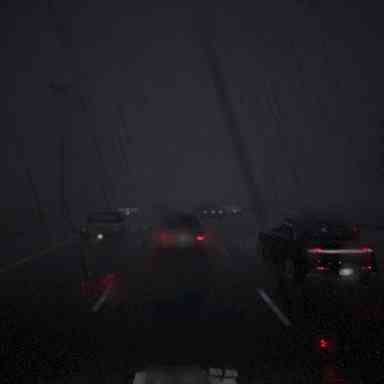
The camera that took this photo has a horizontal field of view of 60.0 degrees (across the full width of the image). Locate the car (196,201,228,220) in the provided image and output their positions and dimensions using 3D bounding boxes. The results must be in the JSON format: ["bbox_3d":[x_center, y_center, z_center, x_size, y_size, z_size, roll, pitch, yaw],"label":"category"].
[{"bbox_3d":[1.328,1.669,29.280,2.033,1.411,5.357,0,0,-8],"label":"car"}]

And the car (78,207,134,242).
[{"bbox_3d":[-4.276,1.676,16.942,1.895,1.301,4.718,0,0,-5],"label":"car"}]

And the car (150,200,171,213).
[{"bbox_3d":[-3.496,1.635,36.742,1.882,1.535,5.008,0,0,-11],"label":"car"}]

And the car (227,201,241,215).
[{"bbox_3d":[3.876,1.671,35.329,1.812,1.442,4.674,0,0,-10],"label":"car"}]

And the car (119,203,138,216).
[{"bbox_3d":[-6.562,1.750,34.212,1.895,1.301,4.718,0,0,-10],"label":"car"}]

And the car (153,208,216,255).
[{"bbox_3d":[-0.476,1.605,13.570,2.033,1.411,5.357,0,0,-4],"label":"car"}]

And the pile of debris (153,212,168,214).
[{"bbox_3d":[-3.478,2.332,36.624,1.500,0.140,1.860,0,0,-11],"label":"pile of debris"}]

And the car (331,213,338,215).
[{"bbox_3d":[6.280,1.667,16.759,1.895,1.301,4.718,0,0,-5],"label":"car"}]

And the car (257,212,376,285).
[{"bbox_3d":[3.243,1.530,9.645,2.128,1.511,4.902,0,0,-3],"label":"car"}]
